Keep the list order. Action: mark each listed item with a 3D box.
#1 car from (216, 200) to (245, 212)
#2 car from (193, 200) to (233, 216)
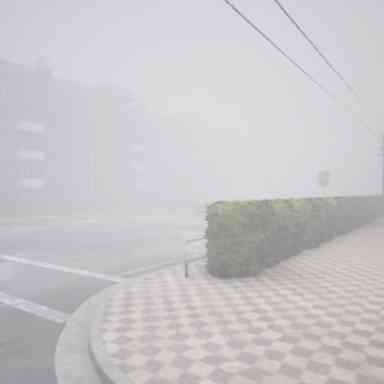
[{"bbox_3d":[5.415,1.857,46.361,1.837,1.490,4.892,-1,0,36],"label":"car"},{"bbox_3d":[2.083,1.795,35.702,1.837,1.490,4.892,-1,-1,36],"label":"car"}]
